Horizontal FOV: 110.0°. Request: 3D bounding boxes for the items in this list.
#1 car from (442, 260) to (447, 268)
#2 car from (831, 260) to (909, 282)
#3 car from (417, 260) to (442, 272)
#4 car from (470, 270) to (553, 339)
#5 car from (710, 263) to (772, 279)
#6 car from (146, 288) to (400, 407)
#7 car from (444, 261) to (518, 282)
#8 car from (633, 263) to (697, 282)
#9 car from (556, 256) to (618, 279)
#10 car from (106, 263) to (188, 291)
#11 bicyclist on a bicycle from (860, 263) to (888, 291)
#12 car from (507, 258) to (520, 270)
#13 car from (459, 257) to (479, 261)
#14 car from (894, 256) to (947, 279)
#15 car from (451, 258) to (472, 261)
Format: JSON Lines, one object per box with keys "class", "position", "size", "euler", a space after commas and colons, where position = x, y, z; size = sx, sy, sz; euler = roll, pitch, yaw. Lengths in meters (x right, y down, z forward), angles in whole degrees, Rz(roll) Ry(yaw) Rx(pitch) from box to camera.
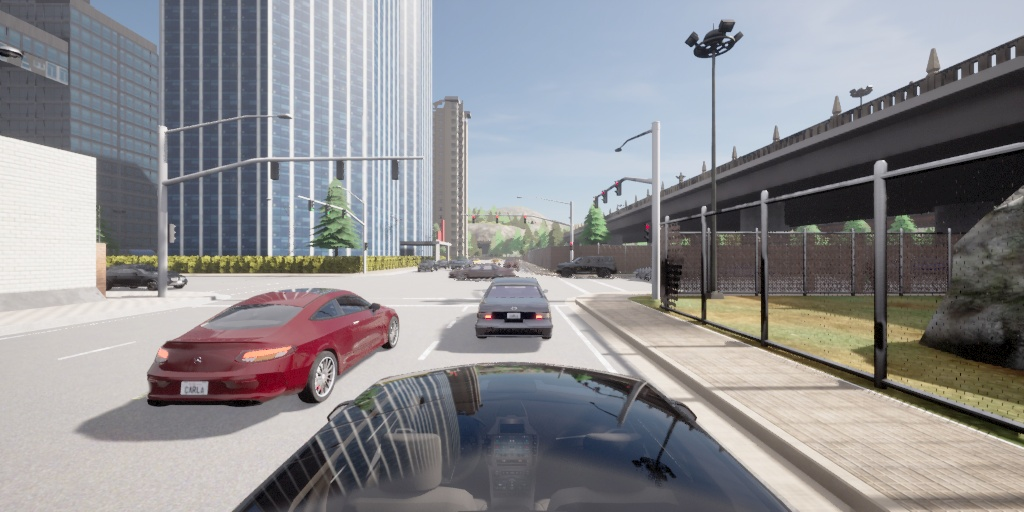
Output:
{"class": "car", "position": [-10.693, 1.276, 55.011], "size": [1.812, 1.442, 4.674], "euler": [0, 0, 0]}
{"class": "car", "position": [28.892, 1.311, 29.229], "size": [4.892, 1.490, 1.837], "euler": [0, 0, 0]}
{"class": "car", "position": [-10.680, 1.255, 45.772], "size": [1.837, 1.490, 4.892], "euler": [0, 0, 0]}
{"class": "car", "position": [0.079, 1.297, 10.031], "size": [2.033, 1.411, 5.357], "euler": [0, 0, 1]}
{"class": "car", "position": [20.565, 1.352, 32.699], "size": [5.357, 1.411, 2.033], "euler": [0, 0, 0]}
{"class": "car", "position": [-3.450, 1.276, 6.211], "size": [1.812, 1.442, 4.674], "euler": [0, 0, 0]}
{"class": "car", "position": [-2.422, 1.324, 29.105], "size": [5.357, 1.411, 2.033], "euler": [0, 0, 0]}
{"class": "car", "position": [12.427, 1.297, 29.166], "size": [4.902, 1.511, 2.128], "euler": [0, 0, 0]}
{"class": "car", "position": [6.872, 1.025, 33.102], "size": [5.566, 2.045, 2.150], "euler": [0, 0, 6]}
{"class": "car", "position": [-22.584, 1.331, 21.840], "size": [4.674, 1.442, 1.812], "euler": [0, 0, 0]}
{"class": "bicyclist on a bicycle", "position": [18.266, 1.106, 18.208], "size": [0.582, 1.620, 1.656], "euler": [0, 0, 0]}
{"class": "car", "position": [-0.025, 1.102, 50.785], "size": [2.097, 1.767, 4.553], "euler": [0, 0, 0]}
{"class": "car", "position": [-7.186, 1.297, 58.783], "size": [2.033, 1.411, 5.357], "euler": [0, 0, 0]}
{"class": "car", "position": [36.431, 1.026, 32.749], "size": [5.566, 2.045, 2.150], "euler": [0, 0, 0]}
{"class": "car", "position": [-7.180, 1.314, 49.545], "size": [1.994, 1.385, 4.181], "euler": [0, 0, 0]}
